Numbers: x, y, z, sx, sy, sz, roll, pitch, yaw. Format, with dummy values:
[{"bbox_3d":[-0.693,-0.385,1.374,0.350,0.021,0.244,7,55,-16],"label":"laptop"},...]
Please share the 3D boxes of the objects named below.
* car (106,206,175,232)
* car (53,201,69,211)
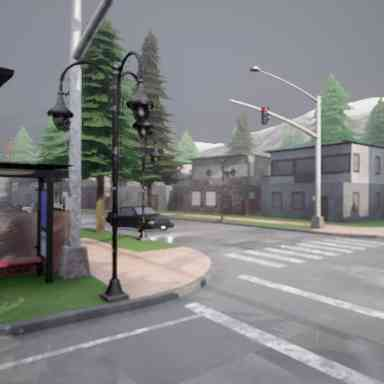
[{"bbox_3d":[-3.364,1.590,20.553,2.033,1.411,5.357,1,0,-42],"label":"car"},{"bbox_3d":[-11.244,1.504,27.469,5.008,1.535,1.882,0,0,37],"label":"car"}]
